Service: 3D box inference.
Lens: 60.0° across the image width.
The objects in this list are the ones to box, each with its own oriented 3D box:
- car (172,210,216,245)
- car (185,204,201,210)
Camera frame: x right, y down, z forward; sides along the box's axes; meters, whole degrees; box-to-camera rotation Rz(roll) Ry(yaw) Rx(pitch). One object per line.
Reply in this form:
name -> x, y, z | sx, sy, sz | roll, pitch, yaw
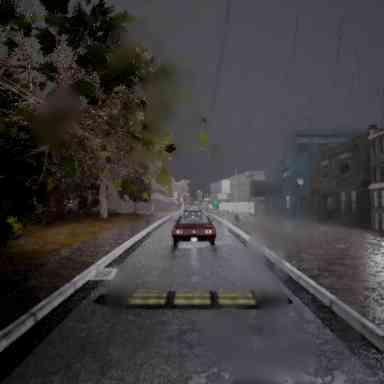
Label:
car -> 0.099, 1.726, 16.099 | 1.895, 1.301, 4.718 | 0, -1, 0
car -> 0.100, 2.183, 34.074 | 1.895, 1.301, 4.718 | 0, -2, 0
